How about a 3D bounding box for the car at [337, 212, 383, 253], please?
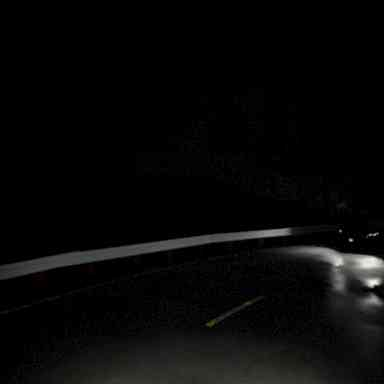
[{"bbox_3d":[8.179,1.578,13.871,4.674,1.442,1.812,0,0,-27],"label":"car"}]
